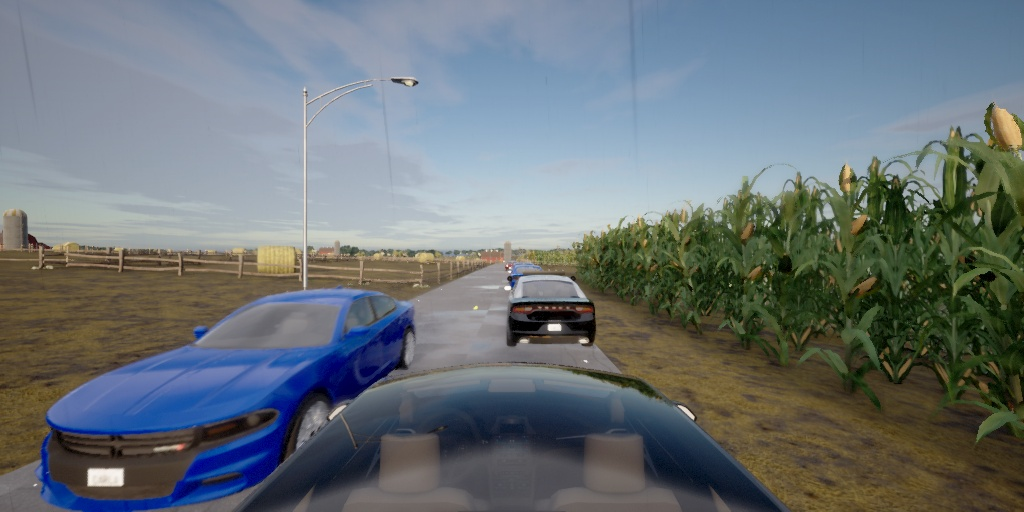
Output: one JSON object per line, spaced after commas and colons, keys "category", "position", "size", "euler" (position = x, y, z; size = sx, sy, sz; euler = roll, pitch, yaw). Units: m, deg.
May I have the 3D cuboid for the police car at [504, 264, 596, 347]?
{"category": "police car", "position": [0.822, 1.171, 9.483], "size": [1.930, 1.638, 5.238], "euler": [0, 0, 0]}

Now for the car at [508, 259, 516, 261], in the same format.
{"category": "car", "position": [0.814, 1.202, 25.373], "size": [1.882, 1.535, 5.008], "euler": [0, 0, 0]}

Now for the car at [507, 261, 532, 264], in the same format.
{"category": "car", "position": [0.820, 1.213, 19.373], "size": [1.882, 1.535, 5.008], "euler": [0, 0, 0]}

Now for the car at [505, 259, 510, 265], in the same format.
{"category": "car", "position": [0.020, 1.296, 47.726], "size": [1.895, 1.301, 4.718], "euler": [0, 0, 0]}

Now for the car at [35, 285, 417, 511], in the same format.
{"category": "car", "position": [-2.751, 1.226, 4.925], "size": [1.882, 1.535, 5.008], "euler": [0, 0, 0]}
